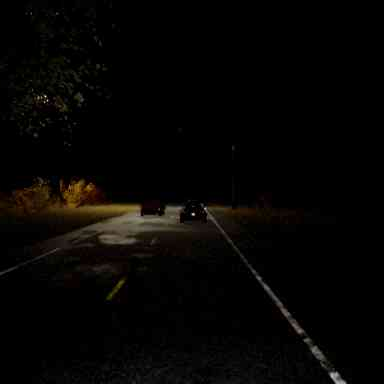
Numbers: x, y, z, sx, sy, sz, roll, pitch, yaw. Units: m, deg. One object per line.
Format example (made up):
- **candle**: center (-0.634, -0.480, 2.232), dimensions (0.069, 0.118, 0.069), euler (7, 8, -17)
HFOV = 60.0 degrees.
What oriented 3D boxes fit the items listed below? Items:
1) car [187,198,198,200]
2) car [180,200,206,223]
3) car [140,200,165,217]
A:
- **car**: center (0.081, 1.509, 42.471), dimensions (1.837, 1.490, 4.892), euler (0, 0, 0)
- **car**: center (0.089, 1.563, 25.879), dimensions (1.994, 1.385, 4.181), euler (0, 0, 0)
- **car**: center (-3.580, 1.477, 30.997), dimensions (1.882, 1.535, 5.008), euler (0, 0, 0)
